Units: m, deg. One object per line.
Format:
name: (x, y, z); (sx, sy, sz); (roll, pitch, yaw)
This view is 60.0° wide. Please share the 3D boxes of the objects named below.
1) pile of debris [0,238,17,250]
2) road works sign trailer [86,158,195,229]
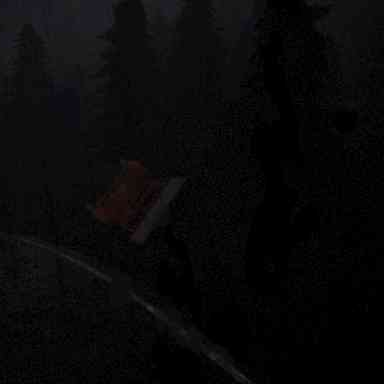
pile of debris: (-7.503, 1.968, 11.956); (1.860, 0.140, 1.500); (-5, 4, -40)
road works sign trailer: (-1.259, 0.580, 10.617); (2.880, 2.380, 3.560); (39, -14, -22)
